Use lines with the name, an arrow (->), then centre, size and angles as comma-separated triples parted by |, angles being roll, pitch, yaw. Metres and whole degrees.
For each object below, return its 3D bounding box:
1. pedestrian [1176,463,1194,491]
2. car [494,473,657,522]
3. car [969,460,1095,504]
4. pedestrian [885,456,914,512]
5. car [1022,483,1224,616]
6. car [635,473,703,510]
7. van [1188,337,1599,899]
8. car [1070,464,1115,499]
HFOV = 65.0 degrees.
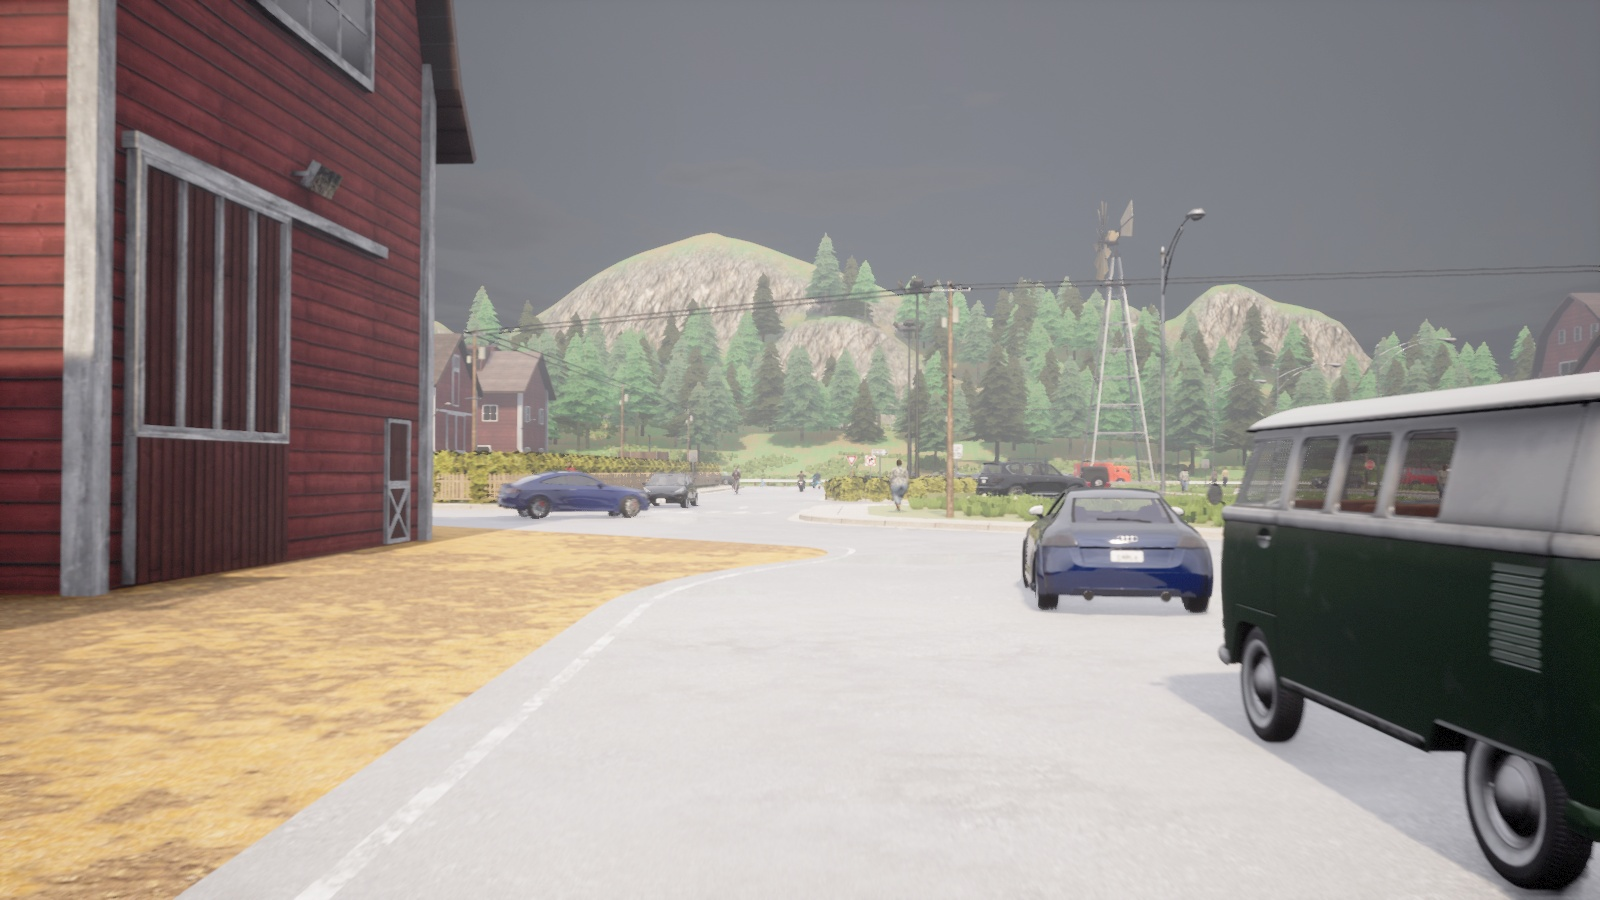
pedestrian -> 25.757, 1.772, 83.961 | 0.874, 1.855, 0.900 | 0, -1, -3
car -> -6.945, 1.437, 38.938 | 4.674, 1.442, 1.812 | 0, -1, -25
car -> 10.987, 1.484, 59.372 | 5.566, 2.045, 2.150 | 0, -1, -23
pedestrian -> 3.373, 1.153, 42.705 | 0.874, 1.855, 0.900 | 0, -1, -3
car -> 3.853, 1.126, 15.682 | 1.994, 1.385, 4.181 | 0, -1, 8
car -> -5.517, 1.730, 53.399 | 2.163, 1.488, 4.792 | 0, -1, 3
van -> 3.484, 0.656, 6.125 | 1.775, 1.987, 4.442 | 0, -1, 0
car -> 16.184, 1.713, 69.630 | 1.905, 1.878, 3.866 | 0, -1, 5
